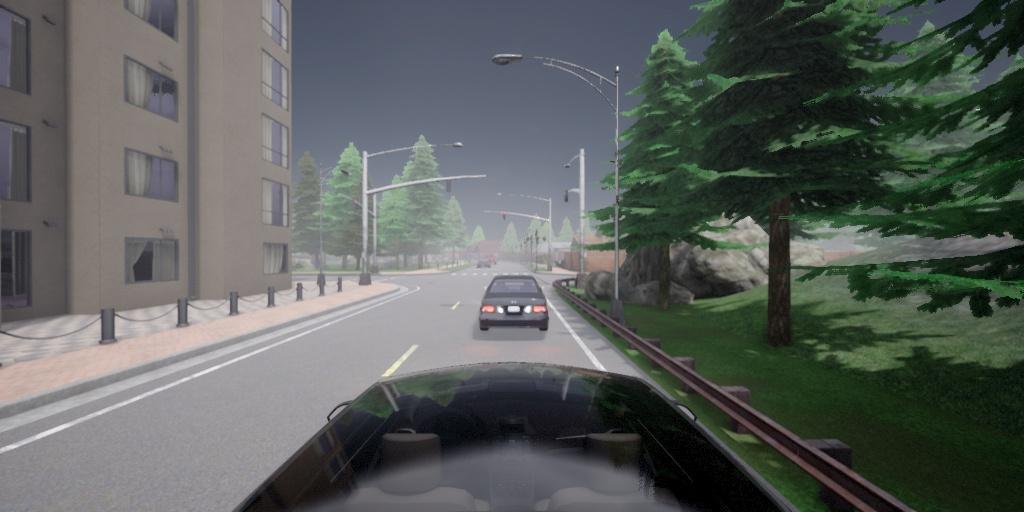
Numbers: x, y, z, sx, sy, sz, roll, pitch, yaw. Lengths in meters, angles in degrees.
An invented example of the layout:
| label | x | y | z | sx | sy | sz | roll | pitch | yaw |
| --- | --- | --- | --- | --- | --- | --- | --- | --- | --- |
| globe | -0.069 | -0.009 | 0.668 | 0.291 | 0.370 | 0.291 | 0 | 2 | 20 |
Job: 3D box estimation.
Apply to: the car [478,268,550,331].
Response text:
| label | x | y | z | sx | sy | sz | roll | pitch | yaw |
| --- | --- | --- | --- | --- | --- | --- | --- | --- | --- |
| car | 0.066 | 1.264 | 10.823 | 2.033 | 1.411 | 5.357 | 0 | 0 | 1 |

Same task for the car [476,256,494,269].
| label | x | y | z | sx | sy | sz | roll | pitch | yaw |
| --- | --- | --- | --- | --- | --- | --- | --- | --- | --- |
| car | -4.038 | 1.064 | 52.065 | 1.812 | 1.442 | 4.674 | 0 | 0 | 0 |
